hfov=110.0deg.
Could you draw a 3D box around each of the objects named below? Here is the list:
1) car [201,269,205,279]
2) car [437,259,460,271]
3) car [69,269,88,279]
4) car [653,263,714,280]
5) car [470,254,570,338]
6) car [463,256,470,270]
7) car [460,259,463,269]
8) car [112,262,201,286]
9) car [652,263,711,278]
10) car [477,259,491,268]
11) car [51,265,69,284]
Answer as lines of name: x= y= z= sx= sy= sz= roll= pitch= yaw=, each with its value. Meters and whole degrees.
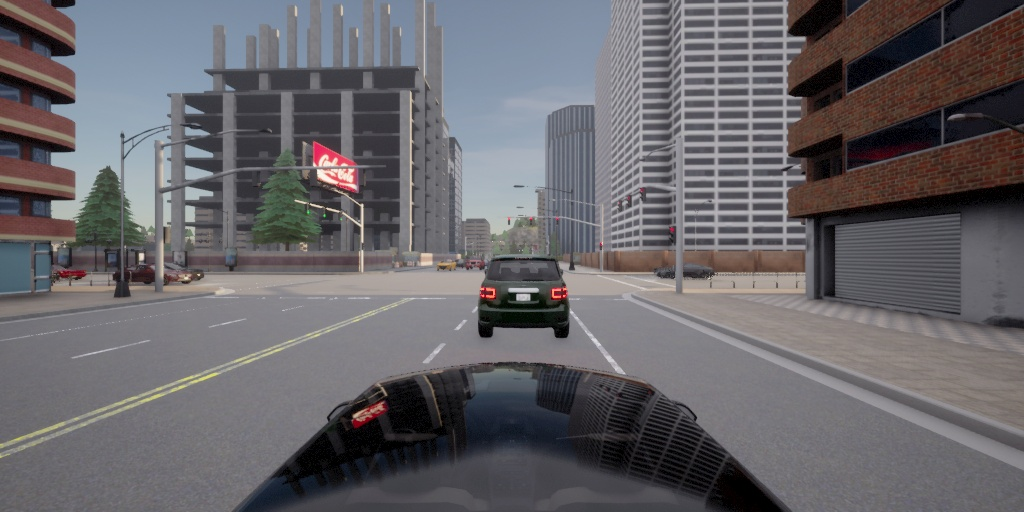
car: x=-27.207 y=1.228 z=28.352 sx=5.008 sy=1.535 sz=1.882 roll=0 pitch=0 yaw=2
car: x=-8.867 y=1.228 z=48.894 sx=1.882 sy=1.535 sz=5.008 roll=0 pitch=0 yaw=2
car: x=-37.137 y=1.350 z=28.675 sx=4.718 sy=1.301 sz=1.895 roll=0 pitch=0 yaw=2
car: x=14.702 y=1.275 z=30.674 sx=4.674 sy=1.442 sz=1.812 roll=0 pitch=0 yaw=2
car: x=0.338 y=0.971 z=10.319 sx=2.150 sy=2.045 sz=5.566 roll=0 pitch=0 yaw=2
car: x=-5.235 y=0.971 z=52.145 sx=2.150 sy=2.045 sz=5.566 roll=0 pitch=0 yaw=2
car: x=-8.504 y=1.228 z=58.310 sx=1.882 sy=1.535 sz=5.008 roll=0 pitch=0 yaw=2
car: x=-24.764 y=1.276 z=24.771 sx=4.674 sy=1.442 sz=1.812 roll=0 pitch=0 yaw=2
car: x=16.023 y=1.351 z=34.152 sx=4.718 sy=1.301 sz=1.895 roll=0 pitch=0 yaw=2
car: x=-4.844 y=1.276 z=62.161 sx=1.812 sy=1.442 sz=4.674 roll=0 pitch=0 yaw=3
car: x=-34.718 y=1.256 z=25.094 sx=4.892 sy=1.490 sz=1.837 roll=0 pitch=0 yaw=2
